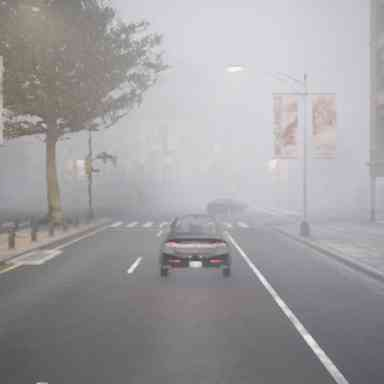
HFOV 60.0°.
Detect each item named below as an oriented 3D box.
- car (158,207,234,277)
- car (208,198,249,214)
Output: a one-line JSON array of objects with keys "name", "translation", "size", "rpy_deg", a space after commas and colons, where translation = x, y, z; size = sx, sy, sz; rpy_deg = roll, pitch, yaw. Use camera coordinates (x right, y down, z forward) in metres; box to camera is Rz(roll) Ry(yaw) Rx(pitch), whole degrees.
[{"name": "car", "translation": [0.103, 1.436, 10.029], "size": [2.128, 1.511, 4.902], "rpy_deg": [0, 0, 1]}, {"name": "car", "translation": [3.371, 1.315, 30.454], "size": [1.882, 1.535, 5.008], "rpy_deg": [-1, 0, 37]}]
